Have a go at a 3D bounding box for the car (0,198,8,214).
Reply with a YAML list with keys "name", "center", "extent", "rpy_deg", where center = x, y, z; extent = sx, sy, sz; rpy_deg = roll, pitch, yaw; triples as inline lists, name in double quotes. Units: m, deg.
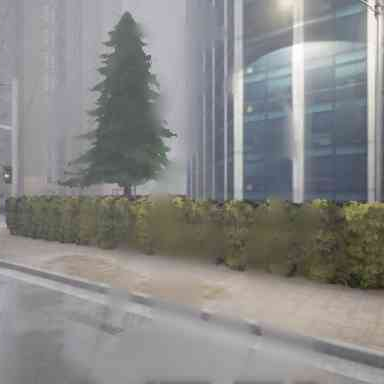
- name: "car"
  center: [-18.816, 1.352, 32.047]
  extent: [2.097, 1.767, 4.553]
  rpy_deg: [0, 0, 36]
